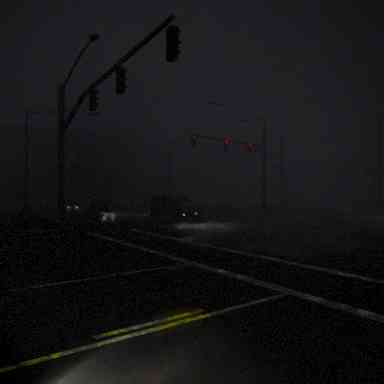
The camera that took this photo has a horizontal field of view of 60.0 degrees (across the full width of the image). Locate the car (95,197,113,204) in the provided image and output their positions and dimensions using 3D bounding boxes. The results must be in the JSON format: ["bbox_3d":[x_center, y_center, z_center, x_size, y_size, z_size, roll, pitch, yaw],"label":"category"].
[{"bbox_3d":[-16.505,1.601,62.713,1.895,1.301,4.718,0,0,3],"label":"car"}]

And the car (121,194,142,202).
[{"bbox_3d":[-13.677,1.524,72.541,1.812,1.442,4.674,0,0,30],"label":"car"}]

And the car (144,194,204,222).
[{"bbox_3d":[-1.365,1.221,26.719,2.150,2.045,5.566,0,0,-37],"label":"car"}]

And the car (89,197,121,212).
[{"bbox_3d":[-10.810,1.488,39.805,2.128,1.511,4.902,0,0,-35],"label":"car"}]

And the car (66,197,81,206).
[{"bbox_3d":[-19.246,1.564,54.241,1.994,1.385,4.181,0,0,-14],"label":"car"}]
